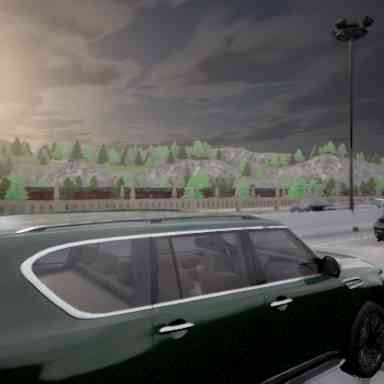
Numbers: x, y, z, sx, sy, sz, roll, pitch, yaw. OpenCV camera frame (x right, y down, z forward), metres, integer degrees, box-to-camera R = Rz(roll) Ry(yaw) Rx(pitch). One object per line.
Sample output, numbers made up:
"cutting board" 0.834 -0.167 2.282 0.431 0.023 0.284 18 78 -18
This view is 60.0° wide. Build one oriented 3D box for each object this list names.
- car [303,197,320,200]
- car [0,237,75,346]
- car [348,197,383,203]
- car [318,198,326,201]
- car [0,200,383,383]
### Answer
"car" 12.161 1.353 34.140 4.553 1.767 2.097 0 0 -35
"car" -4.403 1.601 4.907 4.718 1.301 1.895 0 0 -35
"car" 15.176 1.353 27.696 4.553 1.767 2.097 0 0 -35
"car" 14.157 1.566 31.268 4.181 1.385 1.994 0 0 -35
"car" 0.134 1.222 3.844 5.566 2.045 2.150 0 0 -36
